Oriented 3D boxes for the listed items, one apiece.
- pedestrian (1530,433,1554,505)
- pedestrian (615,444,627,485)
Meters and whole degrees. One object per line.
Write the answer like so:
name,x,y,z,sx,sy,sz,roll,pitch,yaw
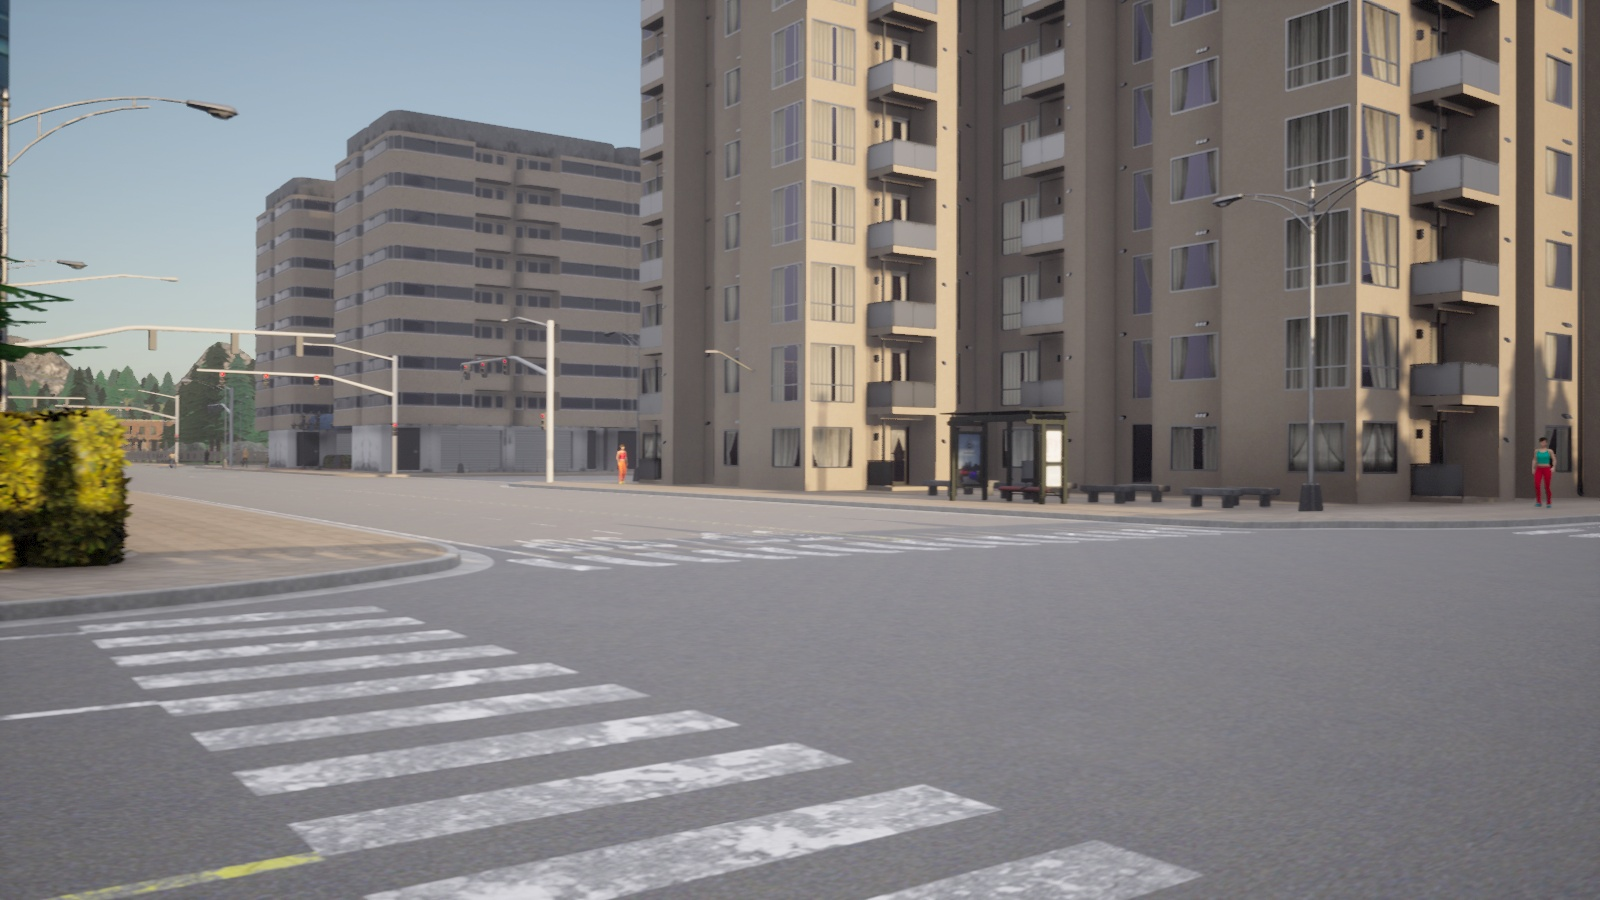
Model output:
pedestrian,19.122,0.489,32.365,0.594,1.836,0.345,0,0,-41
pedestrian,-8.126,0.651,56.978,0.345,1.836,0.594,0,0,-29
